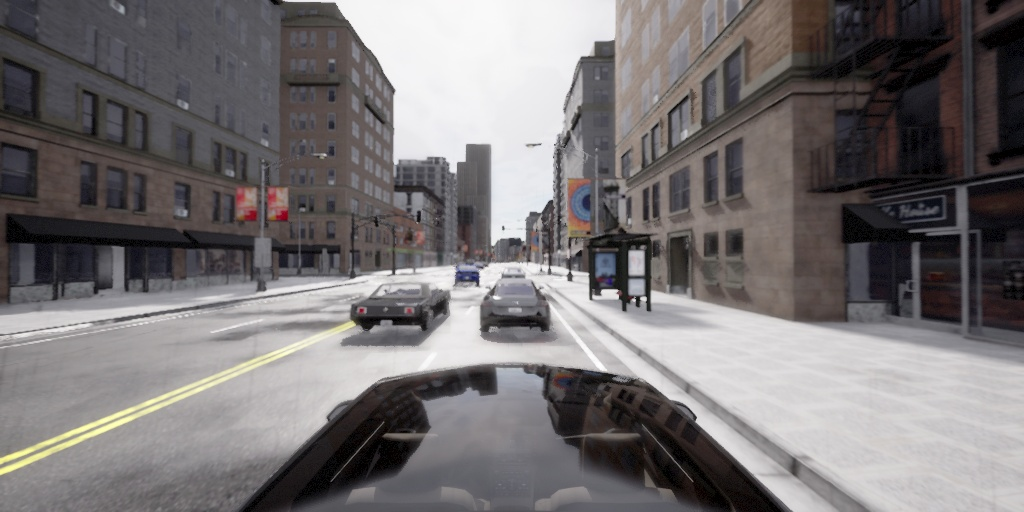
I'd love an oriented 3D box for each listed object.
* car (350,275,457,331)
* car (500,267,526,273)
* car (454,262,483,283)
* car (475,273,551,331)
[{"bbox_3d":[-3.161,1.431,11.295,1.895,1.301,4.718,0,0,0],"label":"car"},{"bbox_3d":[0.098,1.509,26.356,2.033,1.411,5.357,0,-1,0],"label":"car"},{"bbox_3d":[-3.629,1.460,28.654,1.882,1.535,5.008,0,0,-8],"label":"car"},{"bbox_3d":[0.088,1.395,11.346,1.994,1.385,4.181,0,0,0],"label":"car"}]
